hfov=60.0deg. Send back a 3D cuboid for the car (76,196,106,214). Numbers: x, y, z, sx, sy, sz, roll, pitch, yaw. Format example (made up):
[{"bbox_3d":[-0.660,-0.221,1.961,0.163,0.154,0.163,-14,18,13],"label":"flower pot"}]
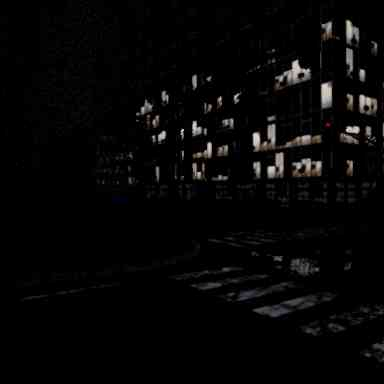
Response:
[{"bbox_3d":[-10.532,1.440,33.901,1.947,1.339,4.313,0,0,-34],"label":"car"}]

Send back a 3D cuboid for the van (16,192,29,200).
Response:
[{"bbox_3d":[-36.029,0.782,71.543,1.690,1.788,3.998,0,0,-34],"label":"van"}]

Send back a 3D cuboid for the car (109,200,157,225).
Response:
[{"bbox_3d":[-4.208,1.545,24.453,1.947,1.339,4.313,0,0,-34],"label":"car"}]

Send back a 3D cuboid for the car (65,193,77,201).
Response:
[{"bbox_3d":[-22.361,1.044,61.710,1.882,1.535,5.008,0,1,-34],"label":"car"}]

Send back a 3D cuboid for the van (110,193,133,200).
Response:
[{"bbox_3d":[-9.938,1.070,48.039,1.690,1.788,3.998,0,0,-34],"label":"van"}]

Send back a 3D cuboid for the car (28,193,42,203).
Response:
[{"bbox_3d":[-26.452,1.156,57.439,2.008,1.369,4.403,0,0,-34],"label":"car"}]

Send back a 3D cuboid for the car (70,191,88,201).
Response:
[{"bbox_3d":[-22.709,0.826,66.847,2.192,1.841,5.009,0,0,-34],"label":"car"}]

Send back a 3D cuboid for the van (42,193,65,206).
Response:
[{"bbox_3d":[-20.063,1.056,48.034,1.690,1.788,3.998,0,0,-34],"label":"van"}]

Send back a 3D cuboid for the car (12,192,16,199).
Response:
[{"bbox_3d":[-39.222,0.826,76.245,1.967,1.590,4.097,0,0,-34],"label":"car"}]

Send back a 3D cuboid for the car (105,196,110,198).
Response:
[{"bbox_3d":[-13.132,1.257,52.742,1.802,1.307,4.206,0,0,-34],"label":"car"}]

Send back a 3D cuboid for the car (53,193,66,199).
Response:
[{"bbox_3d":[-32.290,0.897,80.953,2.008,1.369,4.403,0,0,-34],"label":"car"}]

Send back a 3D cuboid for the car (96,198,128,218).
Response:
[{"bbox_3d":[-7.387,1.509,29.167,1.802,1.307,4.206,0,0,-34],"label":"car"}]
